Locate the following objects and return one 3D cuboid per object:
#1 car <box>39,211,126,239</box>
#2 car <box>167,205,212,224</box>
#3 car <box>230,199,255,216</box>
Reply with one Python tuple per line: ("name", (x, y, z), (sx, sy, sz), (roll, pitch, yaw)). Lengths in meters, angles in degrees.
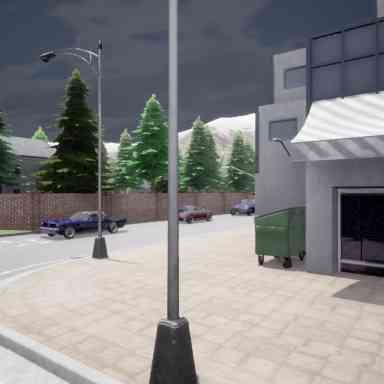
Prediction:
("car", (-6.100, 1.777, 18.949), (1.895, 1.301, 4.718), (0, 0, 37))
("car", (-0.118, 1.740, 27.015), (1.994, 1.385, 4.181), (0, 0, 37))
("car", (5.873, 1.528, 35.098), (2.097, 1.767, 4.553), (0, 0, 37))
